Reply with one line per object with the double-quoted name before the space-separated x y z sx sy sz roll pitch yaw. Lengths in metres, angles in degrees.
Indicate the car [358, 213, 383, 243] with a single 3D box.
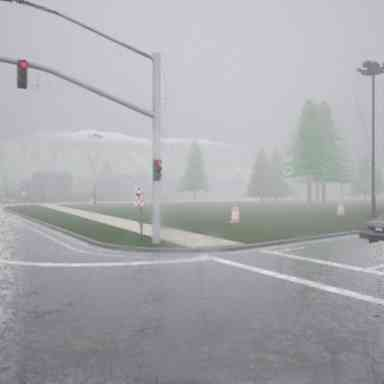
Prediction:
"car" 9.587 1.555 14.887 5.357 1.411 2.033 0 0 -36
